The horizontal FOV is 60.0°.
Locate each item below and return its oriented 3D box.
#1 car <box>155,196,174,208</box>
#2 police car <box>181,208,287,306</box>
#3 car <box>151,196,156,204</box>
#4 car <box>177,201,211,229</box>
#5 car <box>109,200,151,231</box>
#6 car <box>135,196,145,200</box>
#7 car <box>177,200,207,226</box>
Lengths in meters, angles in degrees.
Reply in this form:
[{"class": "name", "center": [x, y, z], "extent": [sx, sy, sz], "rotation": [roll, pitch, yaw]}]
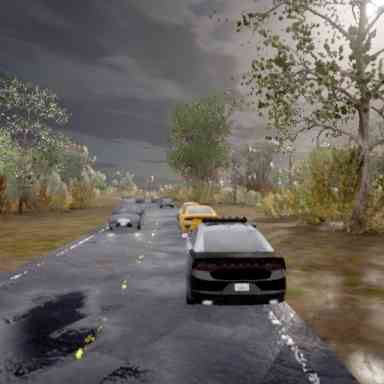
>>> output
[{"class": "car", "center": [-3.567, 1.509, 46.150], "extent": [2.033, 1.411, 5.357], "rotation": [0, 0, -9]}, {"class": "police car", "center": [0.776, 1.418, 8.251], "extent": [1.930, 1.638, 5.238], "rotation": [0, 0, -2]}, {"class": "car", "center": [-6.803, 1.472, 63.510], "extent": [1.812, 1.442, 4.674], "rotation": [0, 0, -12]}, {"class": "car", "center": [0.318, 1.463, 18.209], "extent": [1.882, 1.535, 5.008], "rotation": [0, 0, -4]}, {"class": "car", "center": [-3.911, 1.475, 20.628], "extent": [2.128, 1.511, 4.902], "rotation": [0, 0, -4]}, {"class": "car", "center": [-9.390, 1.498, 60.564], "extent": [2.033, 1.411, 5.357], "rotation": [0, 0, -11]}, {"class": "car", "center": [-0.135, 1.435, 24.431], "extent": [1.801, 1.575, 5.366], "rotation": [0, 0, -5]}]
